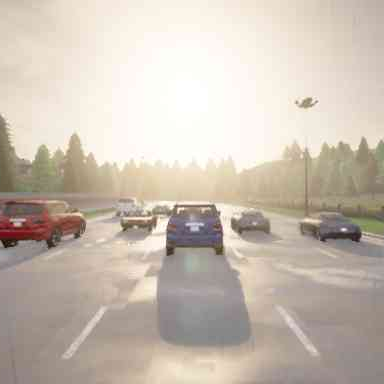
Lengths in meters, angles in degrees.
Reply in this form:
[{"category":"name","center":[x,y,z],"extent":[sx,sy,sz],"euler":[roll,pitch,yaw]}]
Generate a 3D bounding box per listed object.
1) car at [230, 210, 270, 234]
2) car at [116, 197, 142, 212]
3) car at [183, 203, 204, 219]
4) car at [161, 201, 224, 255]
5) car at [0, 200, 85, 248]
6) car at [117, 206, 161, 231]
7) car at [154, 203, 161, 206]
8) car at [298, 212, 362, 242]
[{"category":"car","center":[3.603,1.792,21.068],"extent":[1.994,1.385,4.181],"euler":[0,-1,0]},{"category":"car","center":[-6.896,1.620,37.092],"extent":[2.150,2.045,5.566],"euler":[0,-1,0]},{"category":"car","center":[0.107,1.926,35.143],"extent":[2.033,1.411,5.357],"euler":[0,-1,0]},{"category":"car","center":[0.101,1.378,14.171],"extent":[2.150,2.045,5.566],"euler":[0,0,0]},{"category":"car","center":[-6.900,1.393,15.851],"extent":[2.150,2.045,5.566],"euler":[0,-1,0]},{"category":"car","center":[-3.396,1.841,22.256],"extent":[1.895,1.301,4.718],"euler":[0,-1,0]},{"category":"car","center":[-3.395,1.974,38.018],"extent":[1.994,1.385,4.181],"euler":[0,-1,0]},{"category":"car","center":[7.101,1.754,17.565],"extent":[1.994,1.385,4.181],"euler":[0,-1,0]}]
